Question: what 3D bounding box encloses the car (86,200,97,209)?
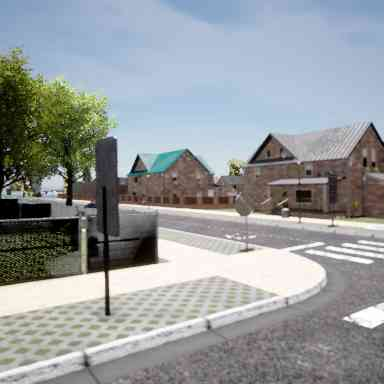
[{"bbox_3d":[-9.674,1.568,34.999,2.033,1.411,5.357,-2,1,-34],"label":"car"}]
